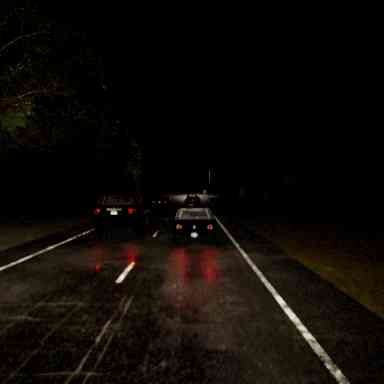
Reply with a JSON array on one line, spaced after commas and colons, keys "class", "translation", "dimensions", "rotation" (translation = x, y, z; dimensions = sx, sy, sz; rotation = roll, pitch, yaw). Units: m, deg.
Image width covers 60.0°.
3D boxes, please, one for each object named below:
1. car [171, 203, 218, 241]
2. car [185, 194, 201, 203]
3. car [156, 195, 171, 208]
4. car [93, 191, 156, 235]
[{"class": "car", "translation": [0.099, 1.386, 15.434], "dimensions": [1.895, 1.301, 4.718], "rotation": [0, 1, 0]}, {"class": "car", "translation": [0.098, 0.957, 43.251], "dimensions": [1.994, 1.385, 4.181], "rotation": [0, 1, 0]}, {"class": "car", "translation": [-3.401, 1.026, 37.263], "dimensions": [2.033, 1.411, 5.357], "rotation": [0, 1, 0]}, {"class": "car", "translation": [-3.400, 0.980, 17.187], "dimensions": [2.150, 2.045, 5.566], "rotation": [0, 1, 0]}]
